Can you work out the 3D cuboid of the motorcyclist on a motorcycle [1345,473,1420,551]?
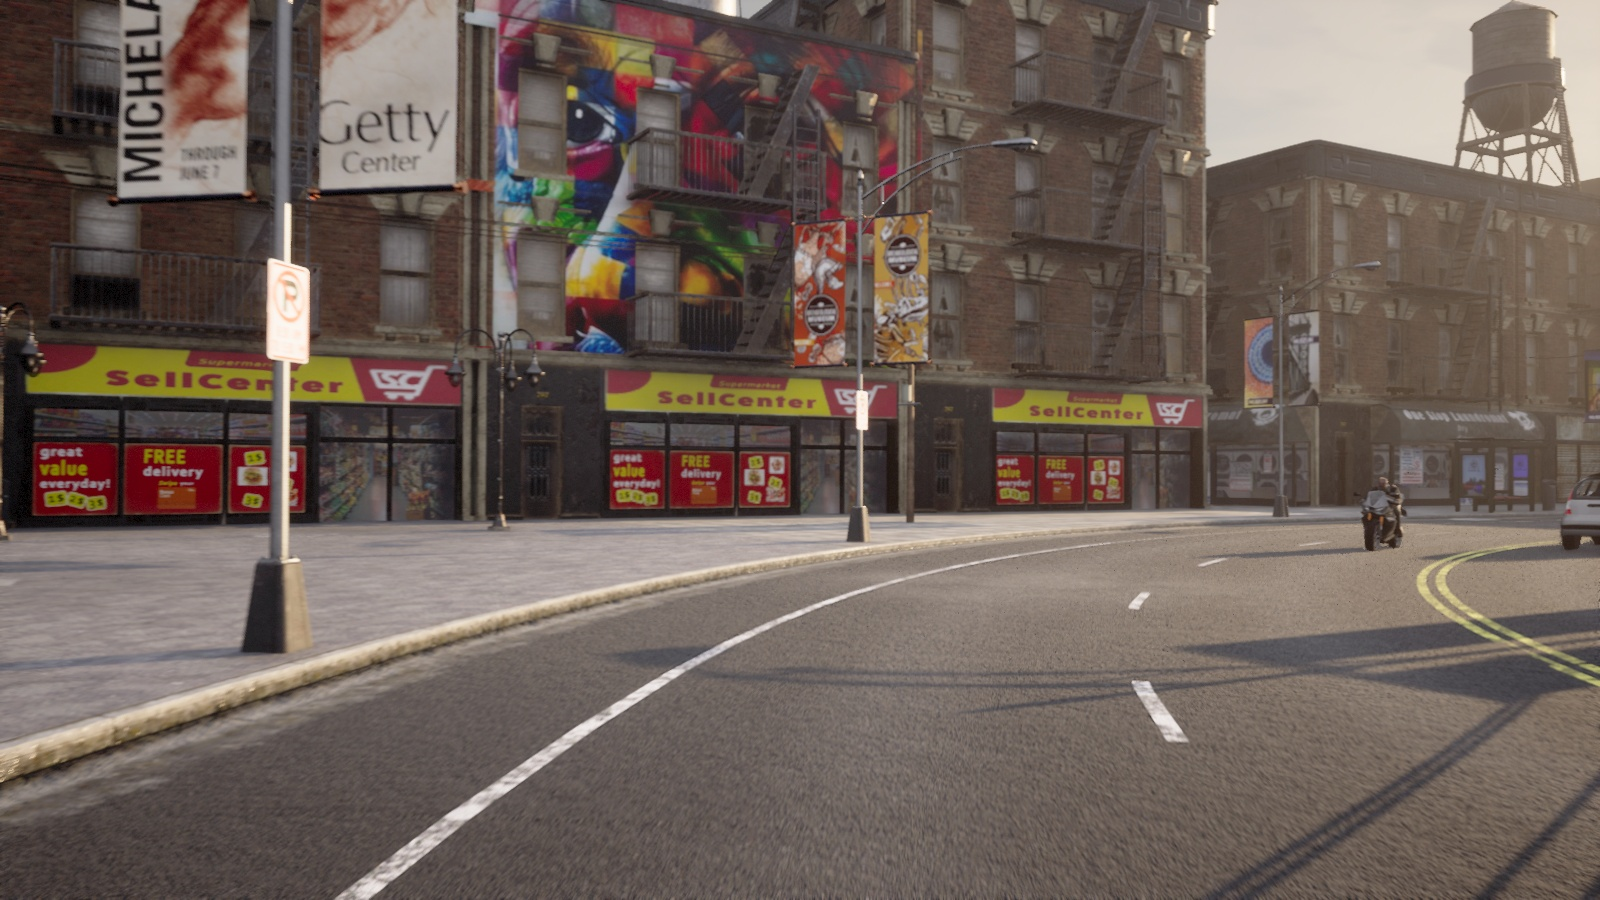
[{"bbox_3d":[12.013,1.243,25.863,0.866,1.530,2.191,-1,-1,40],"label":"motorcyclist on a motorcycle"}]

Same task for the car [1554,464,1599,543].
[{"bbox_3d":[17.757,1.105,26.922,1.851,1.617,3.988,-1,-1,44],"label":"car"}]
